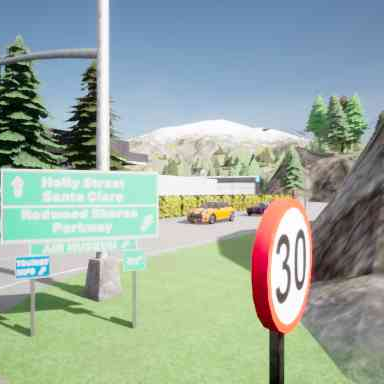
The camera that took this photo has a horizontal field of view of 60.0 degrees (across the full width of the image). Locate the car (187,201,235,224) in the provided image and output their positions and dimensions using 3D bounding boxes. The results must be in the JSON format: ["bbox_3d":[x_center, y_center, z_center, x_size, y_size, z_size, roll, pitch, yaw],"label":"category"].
[{"bbox_3d":[1.563,1.544,26.726,2.097,1.767,4.553,0,0,36],"label":"car"}]

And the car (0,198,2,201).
[{"bbox_3d":[-12.422,1.504,26.064,1.905,1.878,3.866,0,0,35],"label":"car"}]

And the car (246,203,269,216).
[{"bbox_3d":[7.468,1.792,34.853,1.895,1.301,4.718,0,0,36],"label":"car"}]

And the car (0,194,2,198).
[{"bbox_3d":[-38.665,1.489,69.982,4.514,1.523,2.007,0,0,35],"label":"car"}]
